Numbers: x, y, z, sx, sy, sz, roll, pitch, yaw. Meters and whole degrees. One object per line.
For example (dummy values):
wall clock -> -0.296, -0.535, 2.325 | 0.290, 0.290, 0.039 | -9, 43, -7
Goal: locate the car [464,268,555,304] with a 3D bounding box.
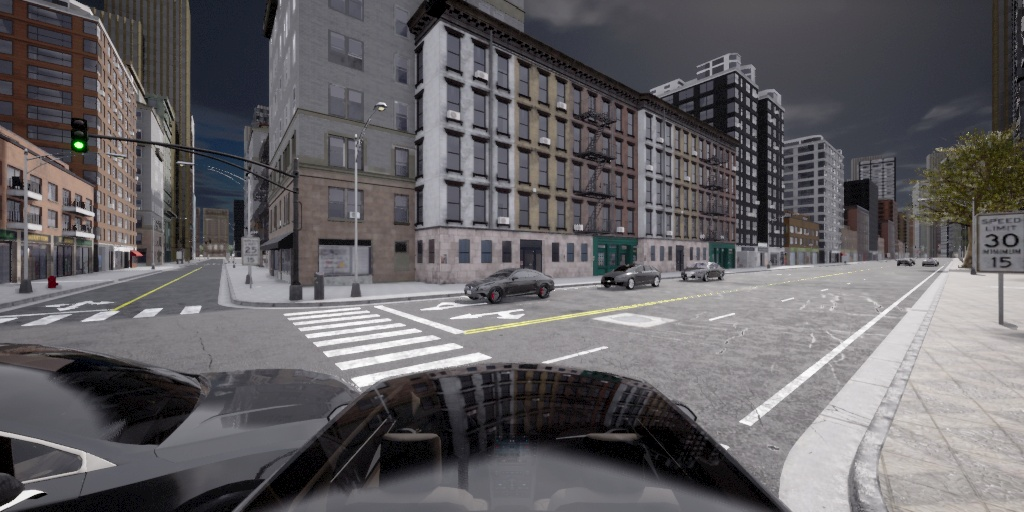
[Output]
car -> -0.011, 1.287, 16.765 | 4.674, 1.442, 1.812 | 0, 0, -39

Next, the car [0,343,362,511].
car -> -3.219, 1.257, 1.799 | 4.892, 1.490, 1.837 | 0, 0, -34

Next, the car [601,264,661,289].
car -> 7.690, 1.259, 22.978 | 4.892, 1.490, 1.837 | 0, 0, -39

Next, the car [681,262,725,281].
car -> 15.710, 1.237, 29.435 | 4.902, 1.511, 2.128 | 0, 0, -39
